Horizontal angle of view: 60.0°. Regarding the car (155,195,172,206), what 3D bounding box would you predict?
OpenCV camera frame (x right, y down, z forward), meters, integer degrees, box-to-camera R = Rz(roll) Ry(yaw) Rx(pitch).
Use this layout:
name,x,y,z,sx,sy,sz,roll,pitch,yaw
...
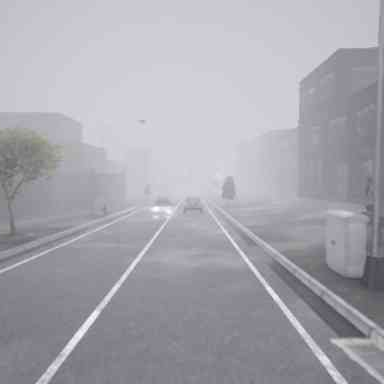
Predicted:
name,x,y,z,sx,sy,sz,roll,pitch,yaw
car,-3.572,1.026,41.934,1.895,1.301,4.718,0,1,0

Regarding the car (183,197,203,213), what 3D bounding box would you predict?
name,x,y,z,sx,sy,sz,roll,pitch,yaw
car,0.107,1.165,31.714,2.033,1.411,5.357,0,1,0
